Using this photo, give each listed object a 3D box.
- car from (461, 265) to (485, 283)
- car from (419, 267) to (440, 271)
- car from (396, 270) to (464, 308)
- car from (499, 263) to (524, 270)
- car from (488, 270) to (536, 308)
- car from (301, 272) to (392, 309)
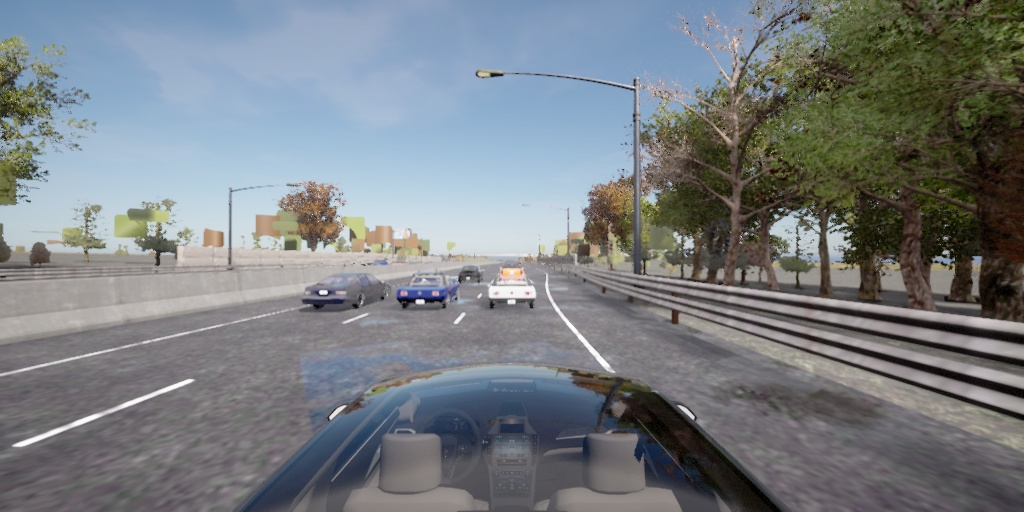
[{"bbox_3d":[-3.510,1.546,31.151,1.837,1.490,4.892,0,0,0],"label":"car"},{"bbox_3d":[-7.012,1.637,30.946,1.895,1.301,4.718,0,-1,0],"label":"car"},{"bbox_3d":[-3.505,1.487,15.949,1.895,1.301,4.718,0,-1,0],"label":"car"},{"bbox_3d":[-0.012,1.386,30.922,2.097,1.767,4.553,0,-1,0],"label":"car"},{"bbox_3d":[-0.005,1.487,15.955,1.895,1.301,4.718,0,-1,0],"label":"car"},{"bbox_3d":[-7.006,1.432,15.830,2.033,1.411,5.357,0,-1,0],"label":"car"}]
